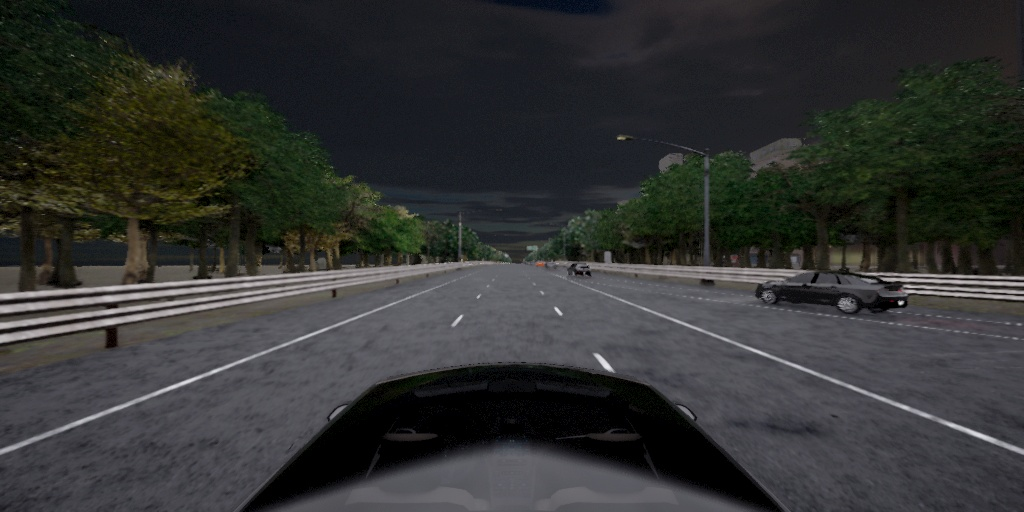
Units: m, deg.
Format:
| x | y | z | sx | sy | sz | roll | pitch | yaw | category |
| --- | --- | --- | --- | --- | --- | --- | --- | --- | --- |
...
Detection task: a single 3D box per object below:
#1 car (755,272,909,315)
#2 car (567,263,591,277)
| x | y | z | sx | sy | sz | roll | pitch | yaw | category |
| --- | --- | --- | --- | --- | --- | --- | --- | --- | --- |
| 12.517 | 1.375 | 14.539 | 1.837 | 1.490 | 4.892 | 0 | 0 | -18 | car |
| 7.388 | 1.533 | 39.834 | 1.837 | 1.490 | 4.892 | 0 | 0 | -4 | car |
